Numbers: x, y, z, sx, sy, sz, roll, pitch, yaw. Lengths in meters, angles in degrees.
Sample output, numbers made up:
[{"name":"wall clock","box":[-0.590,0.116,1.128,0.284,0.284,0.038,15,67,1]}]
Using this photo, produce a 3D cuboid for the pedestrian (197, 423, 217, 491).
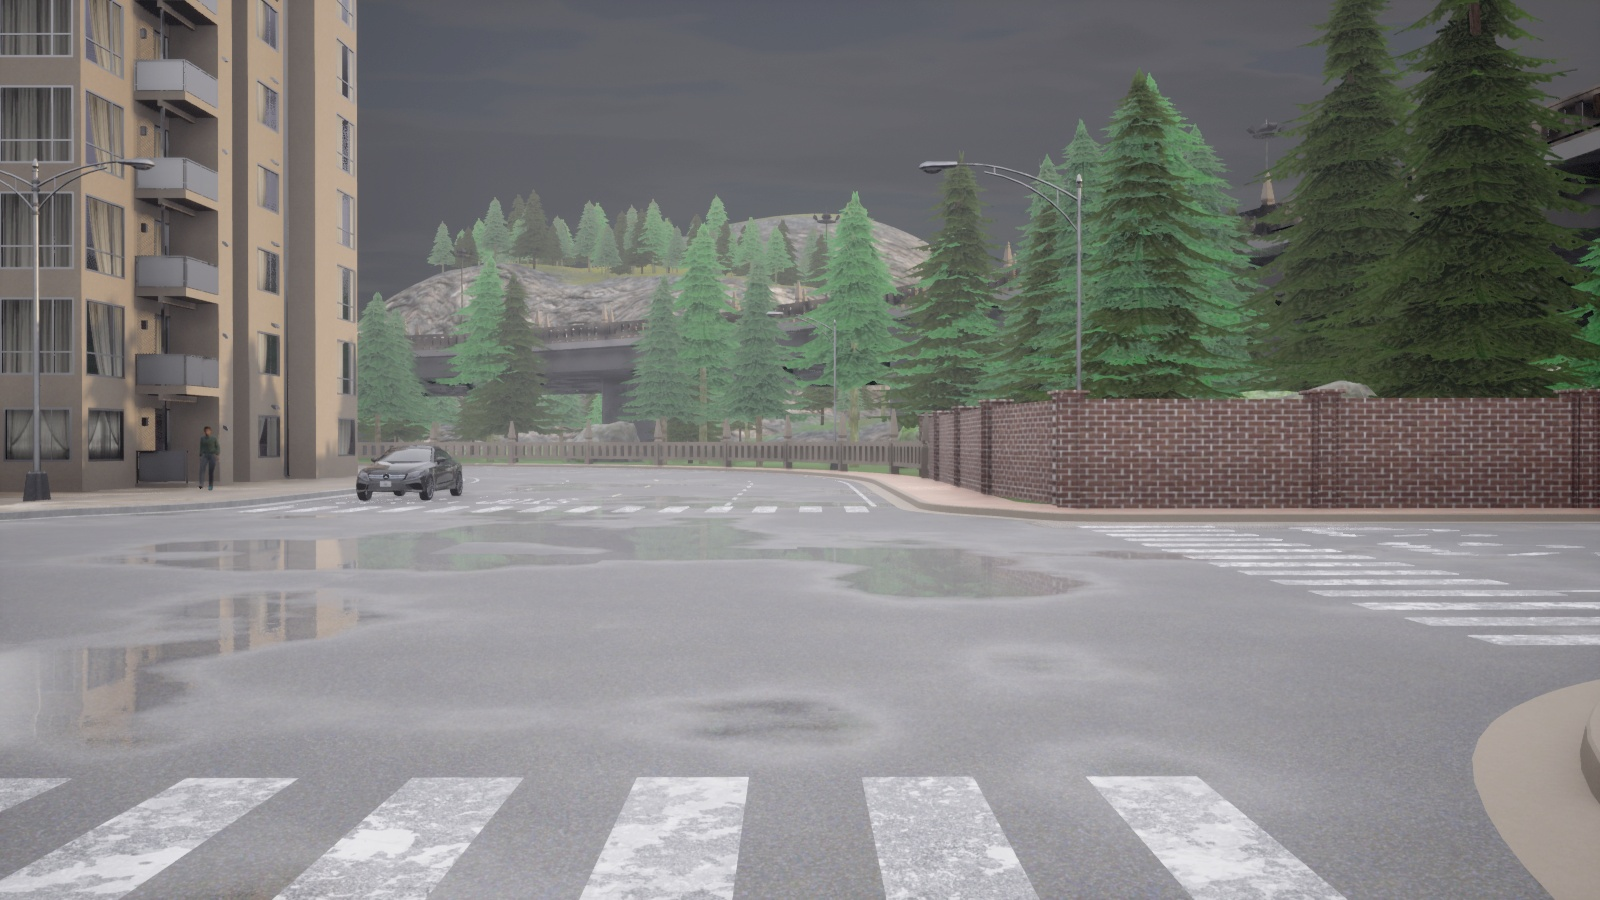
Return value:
[{"name":"pedestrian","box":[-16.458,0.190,34.850,0.353,1.847,0.614,0,0,-9]}]

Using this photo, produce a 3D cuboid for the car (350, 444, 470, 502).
[{"name":"car","box":[-10.497,0.571,34.132,1.812,1.442,4.674,0,0,0]}]
